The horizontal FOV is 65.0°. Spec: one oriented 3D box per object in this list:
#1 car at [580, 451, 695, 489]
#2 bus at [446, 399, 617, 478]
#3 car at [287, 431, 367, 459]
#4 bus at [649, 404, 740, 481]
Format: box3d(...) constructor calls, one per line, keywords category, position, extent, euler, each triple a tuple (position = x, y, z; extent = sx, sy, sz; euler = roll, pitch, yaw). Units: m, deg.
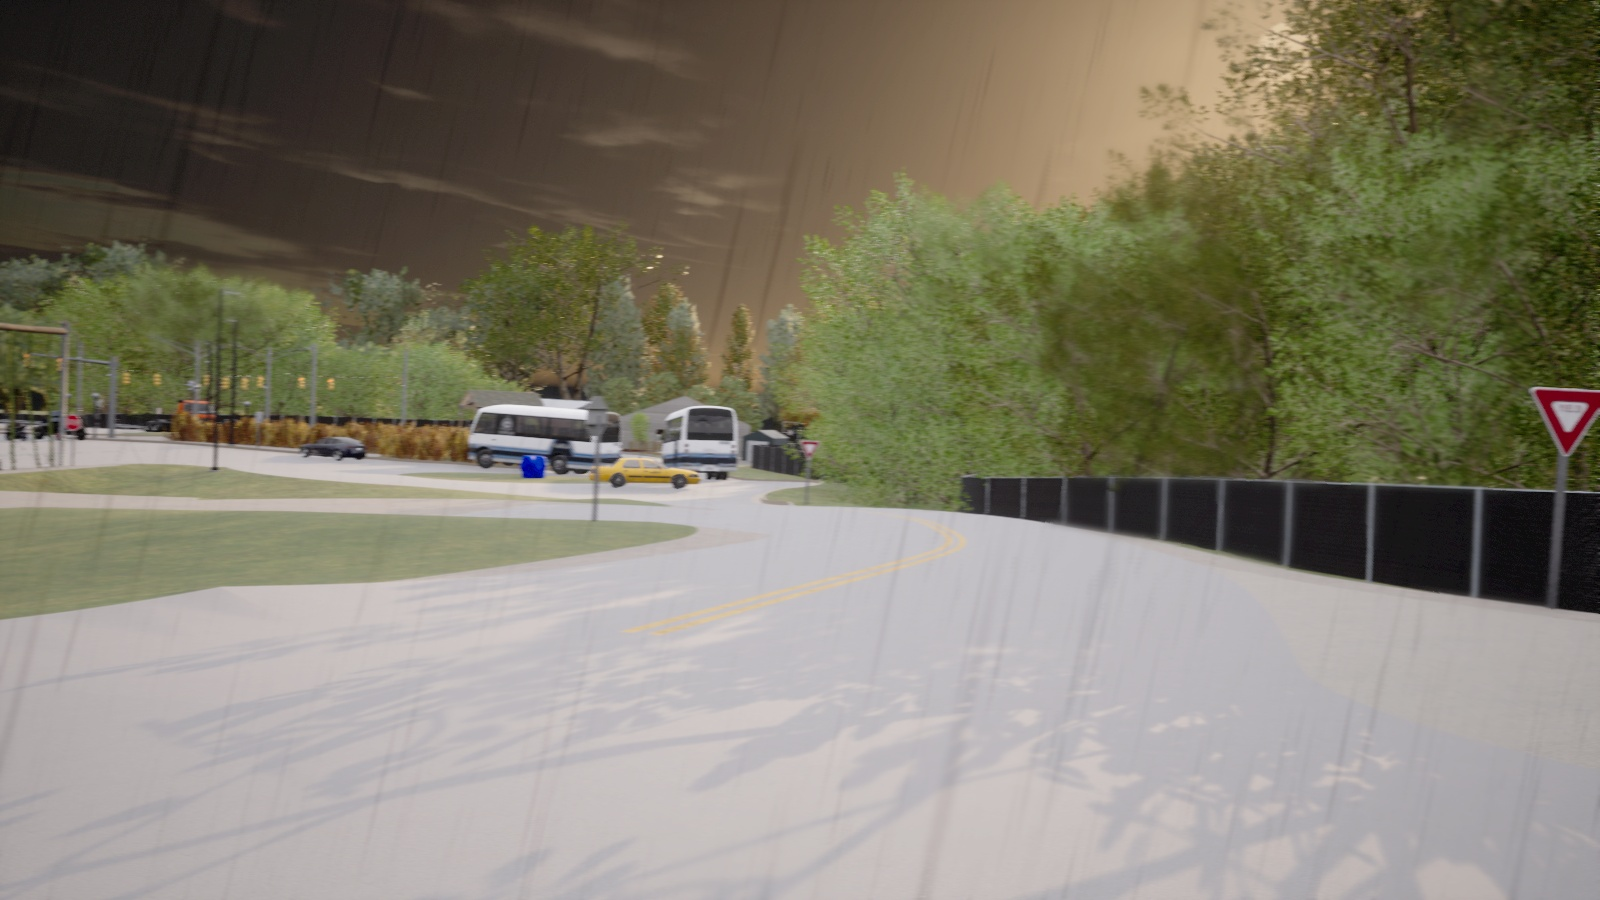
box3d(category="car", position=(-7.874, 0.971, 60.601), extent=(5.366, 1.575, 1.801), euler=(2, 1, -11))
box3d(category="bus", position=(-17.636, -0.854, 82.503), extent=(10.273, 4.253, 3.944), euler=(5, 3, 21))
box3d(category="car", position=(-30.810, -0.365, 81.845), extent=(4.792, 1.488, 2.163), euler=(4, 3, 27))
box3d(category="bus", position=(-6.578, -0.333, 76.241), extent=(3.944, 4.253, 10.273), euler=(2, -1, -13))
